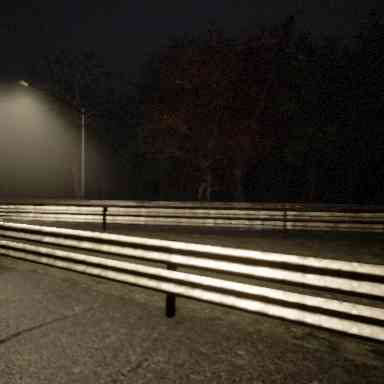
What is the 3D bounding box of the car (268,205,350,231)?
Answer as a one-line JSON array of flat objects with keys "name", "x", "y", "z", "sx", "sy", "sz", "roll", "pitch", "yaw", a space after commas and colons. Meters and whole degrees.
[{"name": "car", "x": 7.183, "y": 1.543, "z": 20.779, "sx": 4.792, "sy": 1.488, "sz": 2.163, "roll": 0, "pitch": 0, "yaw": 18}]
